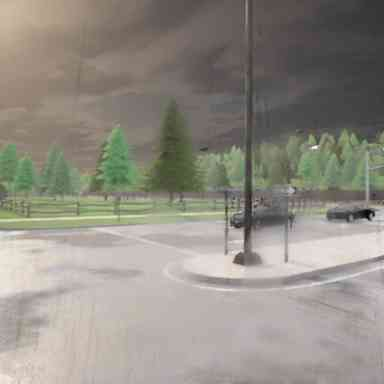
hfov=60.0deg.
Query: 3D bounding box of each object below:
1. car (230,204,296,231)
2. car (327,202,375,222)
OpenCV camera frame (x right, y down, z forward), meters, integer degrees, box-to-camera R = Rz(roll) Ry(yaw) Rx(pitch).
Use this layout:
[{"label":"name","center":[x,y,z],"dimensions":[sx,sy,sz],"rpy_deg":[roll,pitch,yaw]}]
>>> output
[{"label":"car","center":[4.639,1.584,21.426],"dimensions":[4.892,1.490,1.837],"rpy_deg":[0,0,-35]},{"label":"car","center":[13.141,1.608,27.467],"dimensions":[5.008,1.535,1.882],"rpy_deg":[0,0,-35]}]
